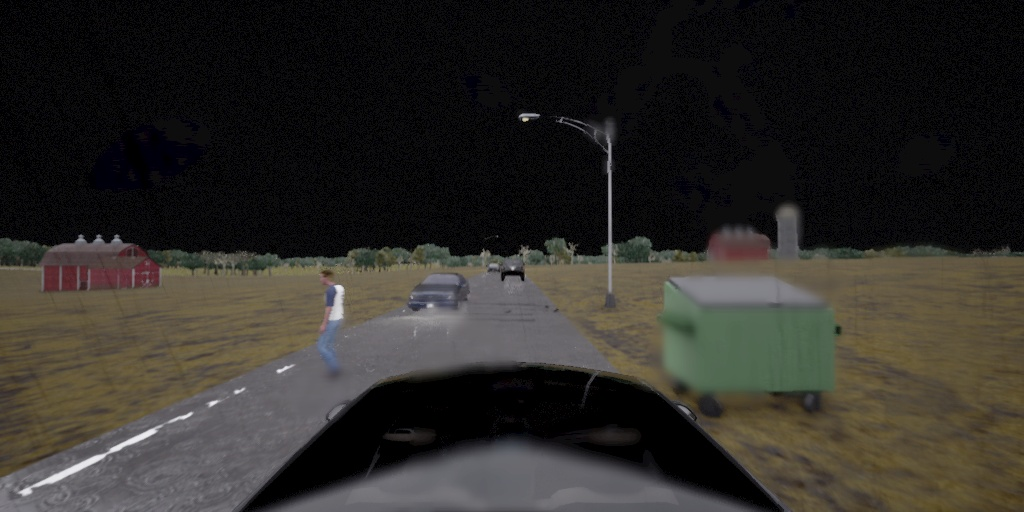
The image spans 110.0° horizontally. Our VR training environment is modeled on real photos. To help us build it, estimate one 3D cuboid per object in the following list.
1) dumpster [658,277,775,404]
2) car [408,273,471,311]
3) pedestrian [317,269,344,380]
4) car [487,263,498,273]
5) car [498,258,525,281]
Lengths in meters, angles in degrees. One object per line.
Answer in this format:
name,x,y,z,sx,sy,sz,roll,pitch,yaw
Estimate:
dumpster,3.123,1.185,5.968,1.020,1.700,1.940,0,0,0
car,-2.859,1.425,15.370,2.033,1.411,5.357,0,0,-1
pedestrian,-2.960,1.083,5.958,0.375,1.860,0.375,0,-1,-10
car,-2.854,1.871,55.916,1.882,1.535,5.008,0,-1,0
car,0.075,1.284,34.331,2.150,2.045,5.566,0,-1,0
